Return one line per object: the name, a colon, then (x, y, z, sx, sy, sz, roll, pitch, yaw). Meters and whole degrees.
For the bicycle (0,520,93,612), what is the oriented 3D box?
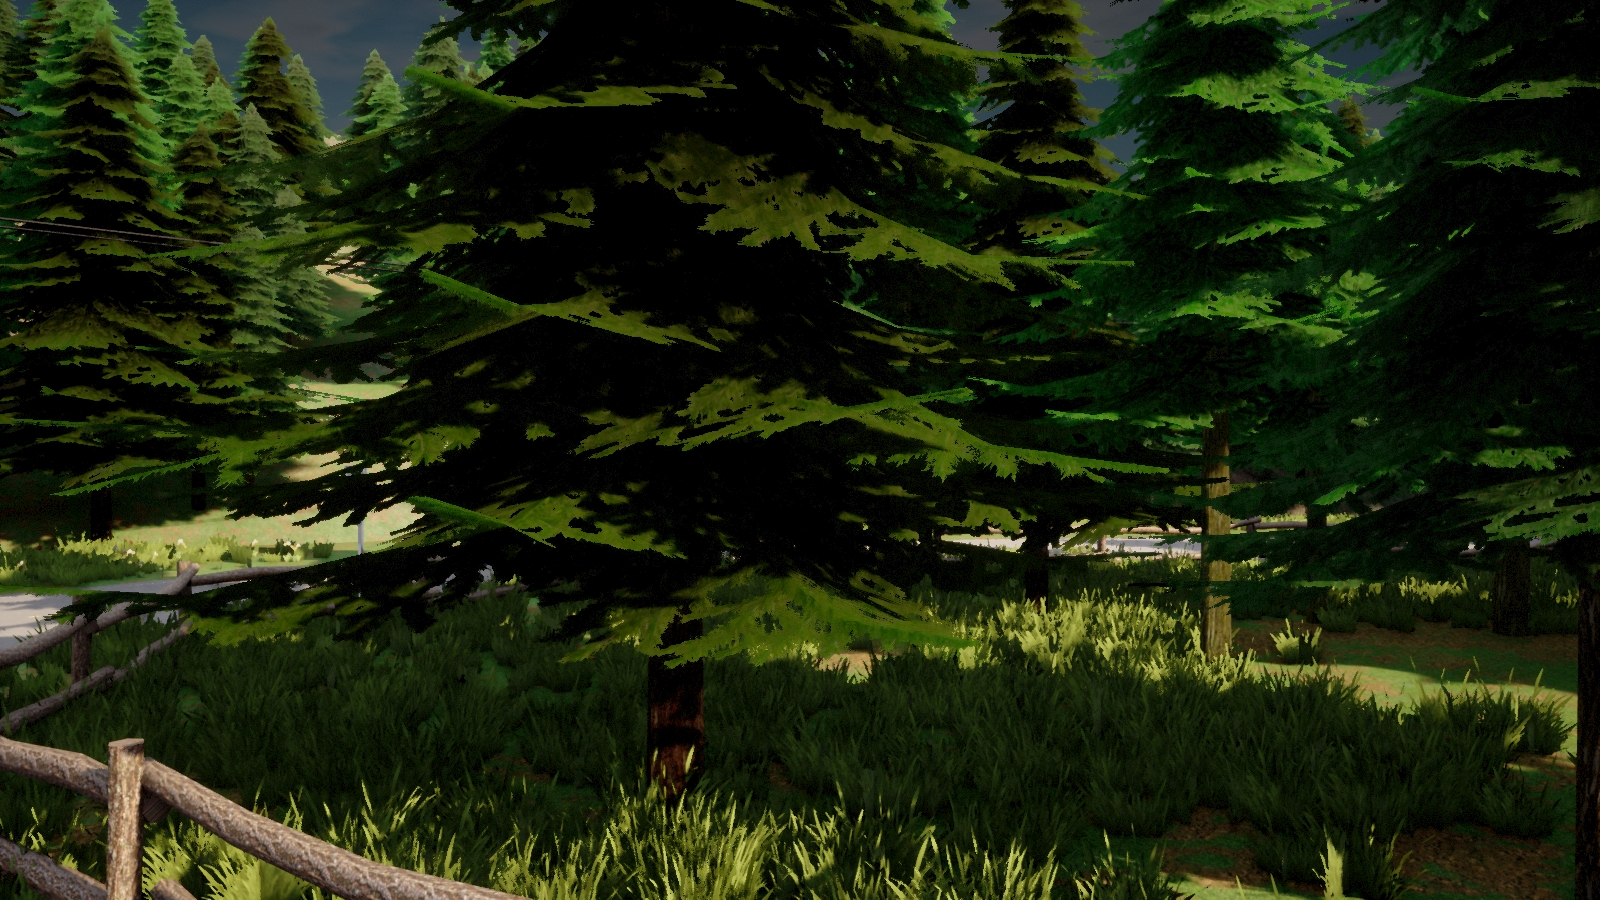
bicycle: (-13.660, 2.056, 20.561, 0.373, 1.496, 1.643, 0, 0, 26)
